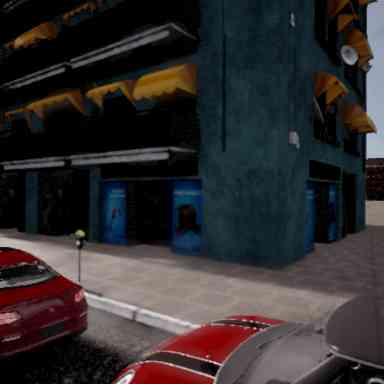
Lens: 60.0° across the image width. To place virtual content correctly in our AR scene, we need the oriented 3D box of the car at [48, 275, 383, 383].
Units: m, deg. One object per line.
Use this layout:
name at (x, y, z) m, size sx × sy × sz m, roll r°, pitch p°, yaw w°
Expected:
car at (1.216, 1.440, 2.007) m, size 4.097 × 1.590 × 1.967 m, roll 0°, pitch 0°, yaw 36°

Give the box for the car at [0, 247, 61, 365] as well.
car at (-3.395, 1.547, 5.297) m, size 4.206 × 1.307 × 1.802 m, roll 0°, pitch 0°, yaw 36°
